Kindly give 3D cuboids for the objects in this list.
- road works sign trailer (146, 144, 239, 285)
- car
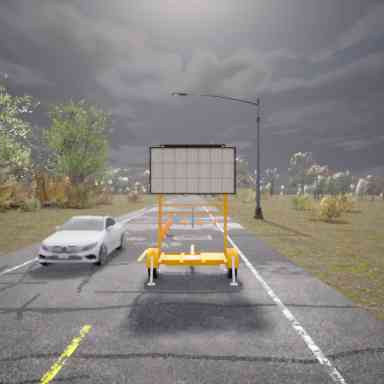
[{"bbox_3d":[0.017,0.466,9.436,2.380,3.560,2.880,0,0,0],"label":"road works sign trailer"},{"bbox_3d":[-3.579,1.528,11.604,1.812,1.442,4.674,0,0,0],"label":"car"}]
